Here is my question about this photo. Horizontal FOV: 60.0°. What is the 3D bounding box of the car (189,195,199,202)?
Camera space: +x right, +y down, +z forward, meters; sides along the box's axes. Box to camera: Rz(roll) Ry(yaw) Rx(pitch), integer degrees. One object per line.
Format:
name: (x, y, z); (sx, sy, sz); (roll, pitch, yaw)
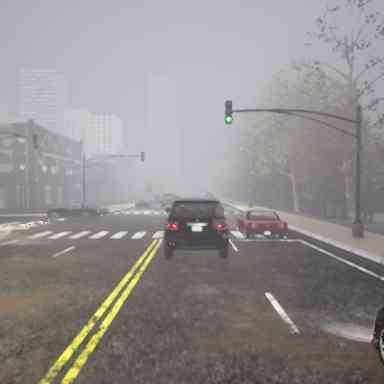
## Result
car: (0.475, 1.417, 71.978); (2.128, 1.511, 4.902); (0, 0, 0)

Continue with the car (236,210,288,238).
car: (3.464, 1.580, 17.394); (1.895, 1.301, 4.718); (0, 0, 0)

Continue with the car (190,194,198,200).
car: (0.545, 1.256, 82.396); (2.033, 1.411, 5.357); (0, 0, 0)

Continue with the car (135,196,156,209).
car: (-6.295, 1.541, 44.235); (1.895, 1.301, 4.718); (0, 0, 1)

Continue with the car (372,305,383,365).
car: (3.366, 1.561, 2.709); (1.994, 1.385, 4.181); (0, 0, 0)

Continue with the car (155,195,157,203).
car: (-6.132, 1.267, 61.068); (2.097, 1.767, 4.553); (0, 0, 1)

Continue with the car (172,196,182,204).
car: (-2.827, 1.437, 64.077); (1.812, 1.442, 4.674); (0, 0, 0)

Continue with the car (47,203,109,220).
car: (-9.330, 1.588, 27.047); (4.718, 1.301, 1.895); (-1, 0, 16)

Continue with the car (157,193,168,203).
car: (-3.040, 1.160, 45.200); (2.150, 2.045, 5.566); (0, 0, 0)

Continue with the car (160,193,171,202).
car: (-5.992, 1.234, 76.445); (2.097, 1.767, 4.553); (0, 0, 0)

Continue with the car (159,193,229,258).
car: (0.127, 1.206, 12.821); (2.150, 2.045, 5.566); (0, 0, -1)
